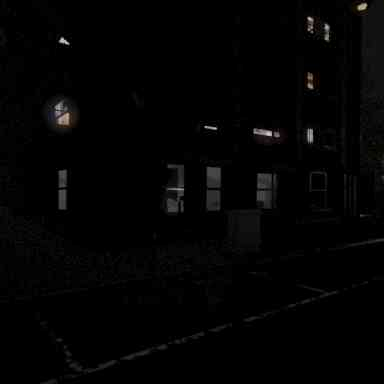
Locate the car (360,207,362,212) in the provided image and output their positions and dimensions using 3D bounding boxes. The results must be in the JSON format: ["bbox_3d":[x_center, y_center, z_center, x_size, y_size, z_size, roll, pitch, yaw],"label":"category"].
[{"bbox_3d":[13.169,1.263,31.799,2.033,1.411,5.357,0,1,-37],"label":"car"}]
